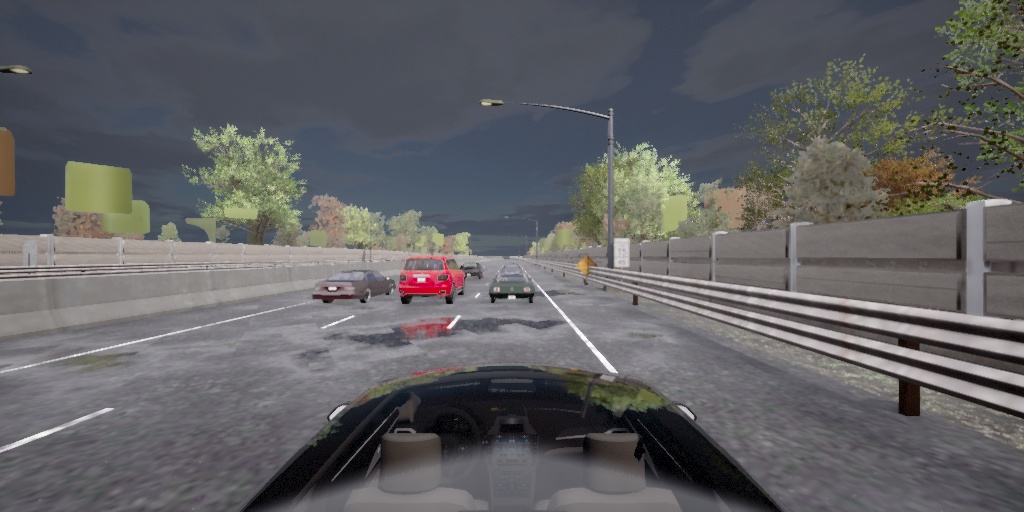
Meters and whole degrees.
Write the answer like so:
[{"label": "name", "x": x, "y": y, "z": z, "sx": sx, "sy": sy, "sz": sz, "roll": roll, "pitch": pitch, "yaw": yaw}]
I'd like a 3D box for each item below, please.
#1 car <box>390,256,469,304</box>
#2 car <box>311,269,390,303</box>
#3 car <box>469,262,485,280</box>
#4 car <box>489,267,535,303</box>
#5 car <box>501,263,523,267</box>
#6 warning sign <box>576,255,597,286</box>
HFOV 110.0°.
[{"label": "car", "x": -3.501, "y": 1.012, "z": 16.531, "sx": 2.150, "sy": 2.045, "sz": 5.566, "roll": 0, "pitch": 0, "yaw": 0}, {"label": "car", "x": -7.000, "y": 1.318, "z": 16.500, "sx": 2.033, "sy": 1.411, "sz": 5.357, "roll": 0, "pitch": 0, "yaw": 0}, {"label": "car", "x": -3.500, "y": 1.279, "z": 31.501, "sx": 1.837, "sy": 1.490, "sz": 4.892, "roll": 0, "pitch": 0, "yaw": 0}, {"label": "car", "x": 0.000, "y": 1.371, "z": 16.530, "sx": 1.895, "sy": 1.301, "sz": 4.718, "roll": 0, "pitch": 0, "yaw": 0}, {"label": "car", "x": 0.000, "y": 1.335, "z": 31.501, "sx": 1.994, "sy": 1.385, "sz": 4.181, "roll": 0, "pitch": 0, "yaw": 0}, {"label": "warning sign", "x": 4.550, "y": 0.871, "z": 21.842, "sx": 1.300, "sy": 1.860, "sz": 1.060, "roll": 0, "pitch": 0, "yaw": 0}]
